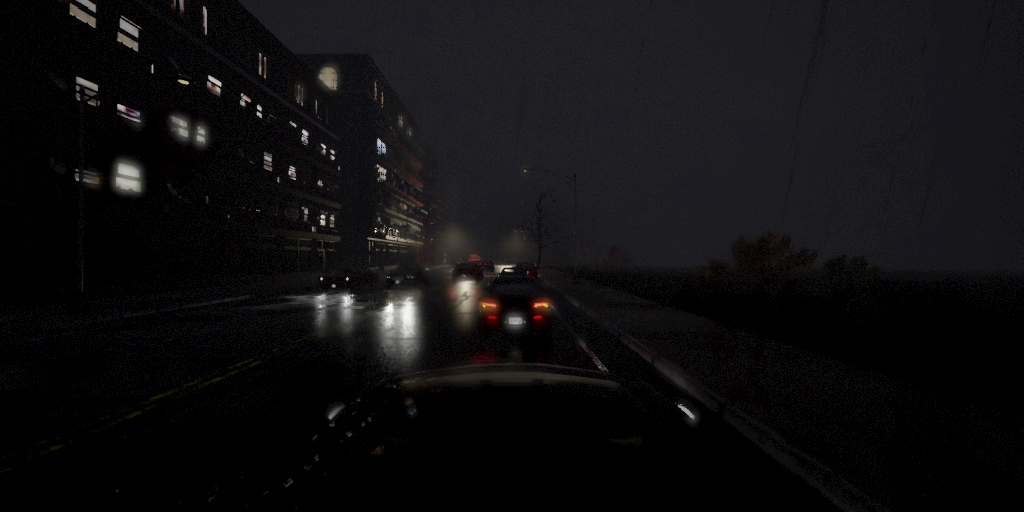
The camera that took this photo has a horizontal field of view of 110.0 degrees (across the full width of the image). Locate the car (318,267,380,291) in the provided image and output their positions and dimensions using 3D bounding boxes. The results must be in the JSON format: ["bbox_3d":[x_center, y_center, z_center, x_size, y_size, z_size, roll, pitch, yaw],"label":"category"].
[{"bbox_3d":[-9.891,1.354,22.103,1.895,1.301,4.718,0,0,0],"label":"car"}]

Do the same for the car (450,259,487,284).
[{"bbox_3d":[-3.202,1.231,26.695,1.882,1.535,5.008,0,0,0],"label":"car"}]

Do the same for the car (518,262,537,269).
[{"bbox_3d":[1.079,1.231,29.962,1.882,1.535,5.008,0,0,0],"label":"car"}]

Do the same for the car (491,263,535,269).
[{"bbox_3d":[0.062,1.317,20.434,1.994,1.385,4.181,0,0,0],"label":"car"}]

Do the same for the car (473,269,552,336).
[{"bbox_3d":[0.074,1.277,10.267,1.812,1.442,4.674,0,0,0],"label":"car"}]

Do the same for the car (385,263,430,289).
[{"bbox_3d":[-6.646,1.244,23.299,2.128,1.511,4.902,0,0,0],"label":"car"}]

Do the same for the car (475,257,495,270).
[{"bbox_3d":[-3.241,1.241,45.651,2.128,1.511,4.902,0,0,0],"label":"car"}]
